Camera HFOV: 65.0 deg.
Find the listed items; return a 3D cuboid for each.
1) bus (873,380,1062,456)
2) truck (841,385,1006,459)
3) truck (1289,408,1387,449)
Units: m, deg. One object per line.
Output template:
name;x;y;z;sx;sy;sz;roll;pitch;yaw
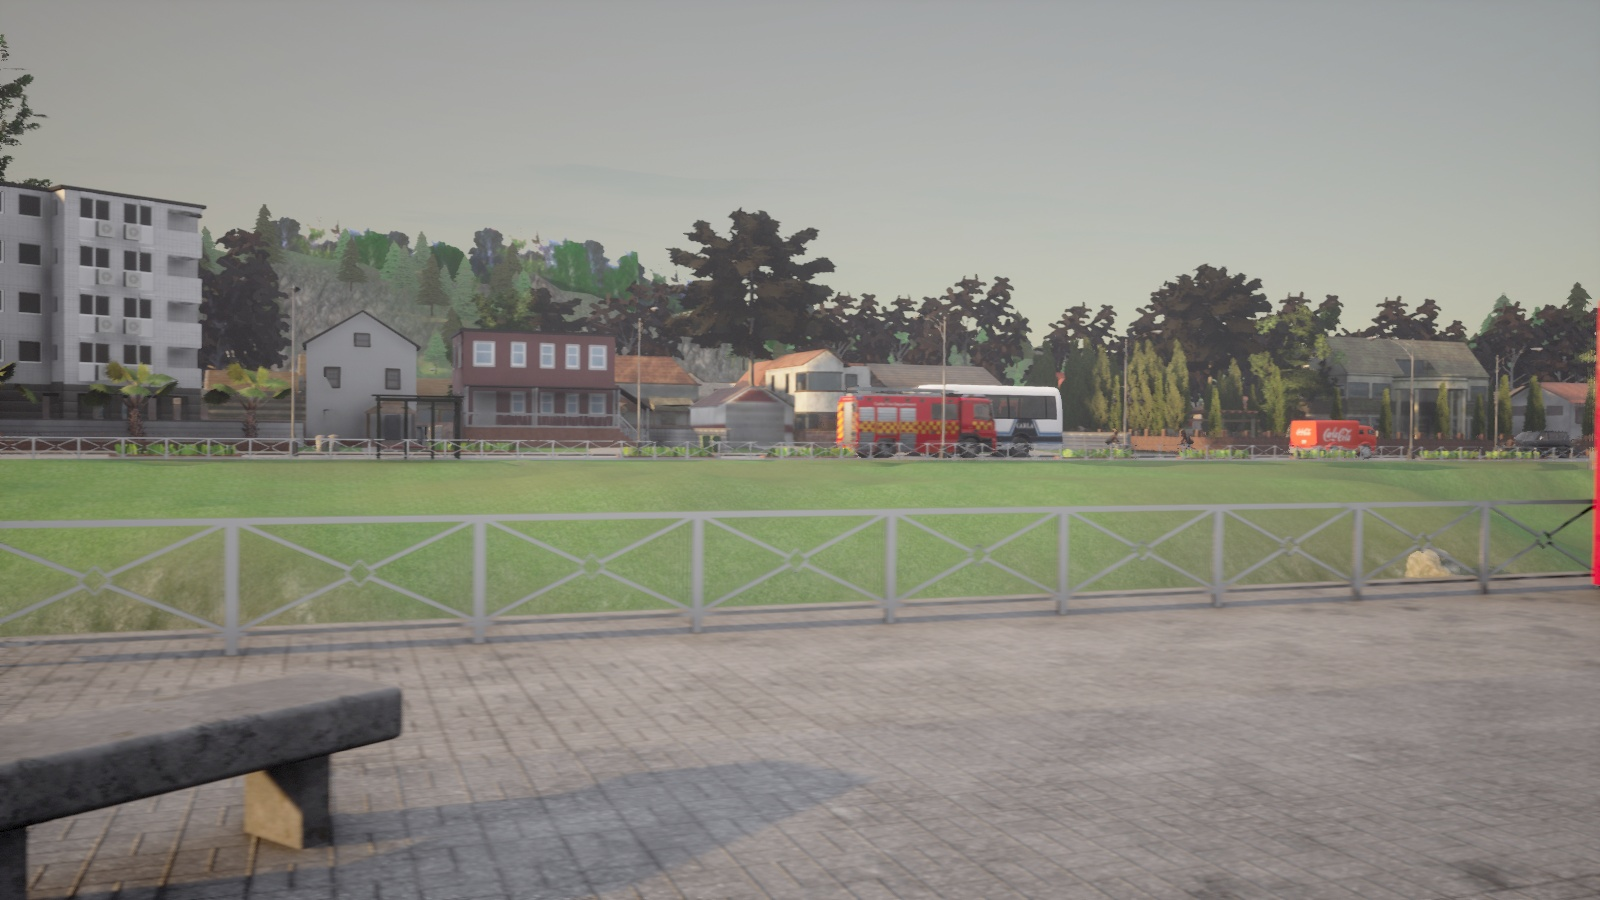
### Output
bus;9.810;-1.880;73.477;10.273;4.253;3.944;-1;1;-21
truck;6.695;-1.546;68.019;8.468;3.827;2.891;-1;1;-21
truck;33.488;-1.323;78.193;5.204;2.467;2.627;-1;1;-21
